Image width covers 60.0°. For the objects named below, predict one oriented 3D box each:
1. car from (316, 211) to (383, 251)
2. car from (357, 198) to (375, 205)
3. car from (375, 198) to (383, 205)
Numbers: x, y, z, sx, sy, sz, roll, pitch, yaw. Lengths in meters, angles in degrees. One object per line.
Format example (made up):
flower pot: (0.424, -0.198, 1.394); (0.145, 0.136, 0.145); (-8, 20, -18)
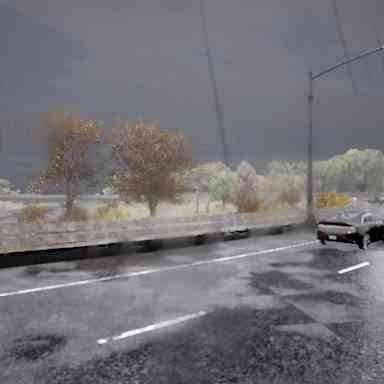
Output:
car: (7.404, 1.630, 14.955); (4.902, 1.511, 2.128); (0, 0, -43)
car: (38.811, 2.036, 75.337); (1.882, 1.535, 5.008); (0, 0, 7)
car: (42.271, 2.074, 74.809); (1.837, 1.490, 4.892); (0, 0, 7)
